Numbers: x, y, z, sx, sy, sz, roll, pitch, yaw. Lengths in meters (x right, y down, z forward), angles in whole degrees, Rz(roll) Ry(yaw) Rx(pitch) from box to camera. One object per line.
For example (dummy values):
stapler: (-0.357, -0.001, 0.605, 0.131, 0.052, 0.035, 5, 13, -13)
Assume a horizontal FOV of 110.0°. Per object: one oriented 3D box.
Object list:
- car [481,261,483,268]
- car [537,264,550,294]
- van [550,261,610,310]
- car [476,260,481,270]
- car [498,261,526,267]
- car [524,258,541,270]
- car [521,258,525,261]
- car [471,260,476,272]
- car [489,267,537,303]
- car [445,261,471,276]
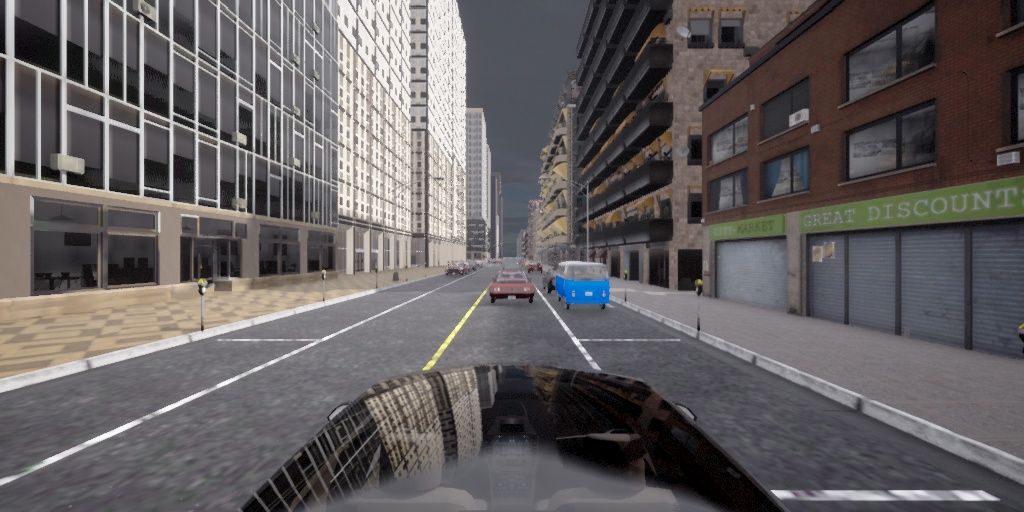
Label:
car: (-5.690, 1.343, 59.602, 1.802, 1.307, 4.207, 0, 0, 0)
car: (2.691, 1.317, 20.062, 1.948, 1.339, 4.313, 0, 0, 0)
van: (2.690, 1.091, 14.413, 1.690, 1.789, 3.998, 0, 0, 0)
car: (-5.691, 1.322, 48.305, 1.948, 1.339, 4.313, 0, 0, 0)
car: (0.000, 1.371, 31.530, 1.895, 1.301, 4.718, 0, 0, 0)
car: (2.690, 1.300, 42.655, 1.888, 1.381, 4.507, 0, 0, 0)
car: (2.690, 1.284, 54.123, 1.751, 1.417, 4.829, 0, 0, 0)
car: (-5.690, 1.337, 42.656, 1.802, 1.307, 4.207, 0, 0, 0)
car: (0.000, 1.368, 16.530, 1.895, 1.301, 4.718, 0, 0, 0)
car: (-5.690, 1.194, 37.008, 1.967, 1.591, 4.097, 0, 0, 0)
